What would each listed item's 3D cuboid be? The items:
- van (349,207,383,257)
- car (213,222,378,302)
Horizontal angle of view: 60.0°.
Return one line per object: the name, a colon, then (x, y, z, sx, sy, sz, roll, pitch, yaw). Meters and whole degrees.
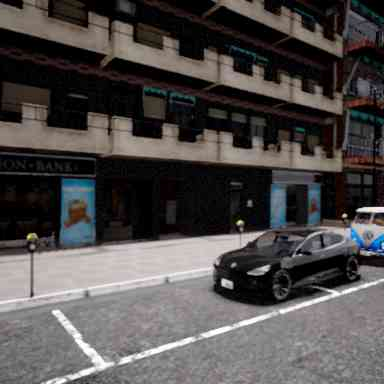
van: (7.149, 1.400, 11.639, 3.998, 1.788, 1.690, 0, 0, -35)
car: (2.533, 1.596, 8.354, 4.313, 1.339, 1.947, 0, 0, -35)
